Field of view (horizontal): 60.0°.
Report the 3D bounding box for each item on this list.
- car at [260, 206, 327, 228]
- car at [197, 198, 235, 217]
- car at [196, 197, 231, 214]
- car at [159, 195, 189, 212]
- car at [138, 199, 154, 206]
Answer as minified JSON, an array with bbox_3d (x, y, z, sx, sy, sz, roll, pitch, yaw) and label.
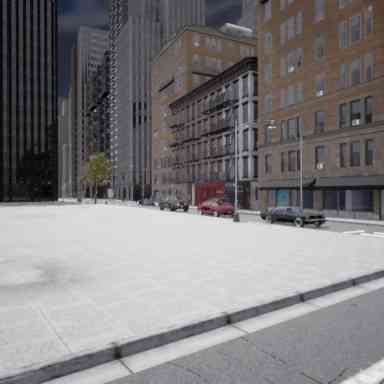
[{"bbox_3d":[6.920,1.673,23.068,1.895,1.301,4.718,0,0,-26],"label":"car"},{"bbox_3d":[2.288,1.604,32.466,1.882,1.535,5.008,0,0,-26],"label":"car"},{"bbox_3d":[2.396,1.497,38.353,2.097,1.767,4.553,0,0,-26],"label":"car"},{"bbox_3d":[-2.392,1.408,41.993,2.150,2.045,5.566,0,0,-27],"label":"car"},{"bbox_3d":[-8.296,1.857,60.078,1.994,1.385,4.181,0,0,-26],"label":"car"}]
